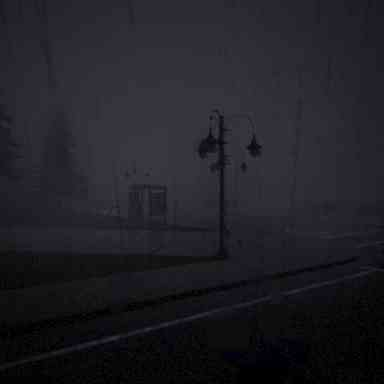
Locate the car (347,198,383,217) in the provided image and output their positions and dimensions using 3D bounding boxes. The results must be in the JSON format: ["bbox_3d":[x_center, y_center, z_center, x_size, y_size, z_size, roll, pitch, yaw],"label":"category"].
[{"bbox_3d":[18.414,1.713,34.083,1.845,1.501,3.633,1,0,-36],"label":"car"}]

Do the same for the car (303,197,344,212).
[{"bbox_3d":[16.525,1.751,41.854,1.970,1.475,3.806,1,0,-36],"label":"car"}]

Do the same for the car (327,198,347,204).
[{"bbox_3d":[33.641,2.049,77.081,1.970,1.475,3.806,1,0,-36],"label":"car"}]

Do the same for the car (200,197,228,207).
[{"bbox_3d":[3.274,1.679,55.263,2.007,1.523,4.514,1,0,-36],"label":"car"}]

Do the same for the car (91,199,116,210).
[{"bbox_3d":[-12.627,1.721,47.019,2.033,1.411,5.357,1,0,-36],"label":"car"}]

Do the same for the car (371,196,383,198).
[{"bbox_3d":[38.602,1.786,70.205,1.932,1.855,4.605,1,0,-36],"label":"car"}]

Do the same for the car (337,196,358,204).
[{"bbox_3d":[36.703,1.796,78.518,1.905,1.878,3.866,1,0,-36],"label":"car"}]

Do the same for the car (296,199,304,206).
[{"bbox_3d":[19.895,1.799,57.769,1.845,1.501,3.633,1,0,-36],"label":"car"}]

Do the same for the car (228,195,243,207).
[{"bbox_3d":[5.796,1.699,57.129,2.152,1.636,5.027,1,0,-36],"label":"car"}]

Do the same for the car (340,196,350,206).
[{"bbox_3d":[28.051,1.870,63.543,2.007,1.523,4.514,1,0,-36],"label":"car"}]
